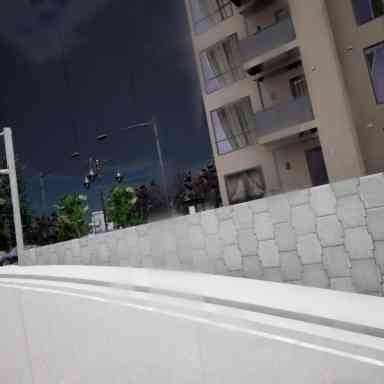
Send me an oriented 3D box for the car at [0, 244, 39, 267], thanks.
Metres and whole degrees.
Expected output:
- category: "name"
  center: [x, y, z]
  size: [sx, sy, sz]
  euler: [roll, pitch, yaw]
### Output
- category: "car"
  center: [-15.553, 5.659, 29.611]
  size: [2.097, 1.767, 4.553]
  euler: [-15, -9, 35]
